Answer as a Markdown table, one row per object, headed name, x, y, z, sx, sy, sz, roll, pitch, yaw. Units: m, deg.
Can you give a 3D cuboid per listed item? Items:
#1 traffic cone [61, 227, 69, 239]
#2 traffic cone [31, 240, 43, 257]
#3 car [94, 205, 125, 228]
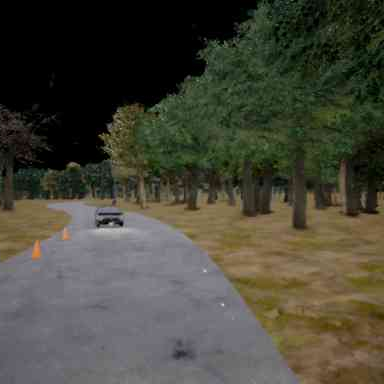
| name | x | y | z | sx | sy | sz | roll | pitch | yaw |
| --- | --- | --- | --- | --- | --- | --- | --- | --- | --- |
| traffic cone | -6.468 | 2.078 | 16.981 | 0.340 | 0.580 | 0.340 | 0 | 0 | -11 |
| traffic cone | -5.687 | 2.060 | 12.185 | 0.340 | 0.580 | 0.340 | 0 | 0 | -8 |
| car | -5.993 | 1.678 | 23.942 | 2.033 | 1.411 | 5.357 | 0 | 0 | -18 |
